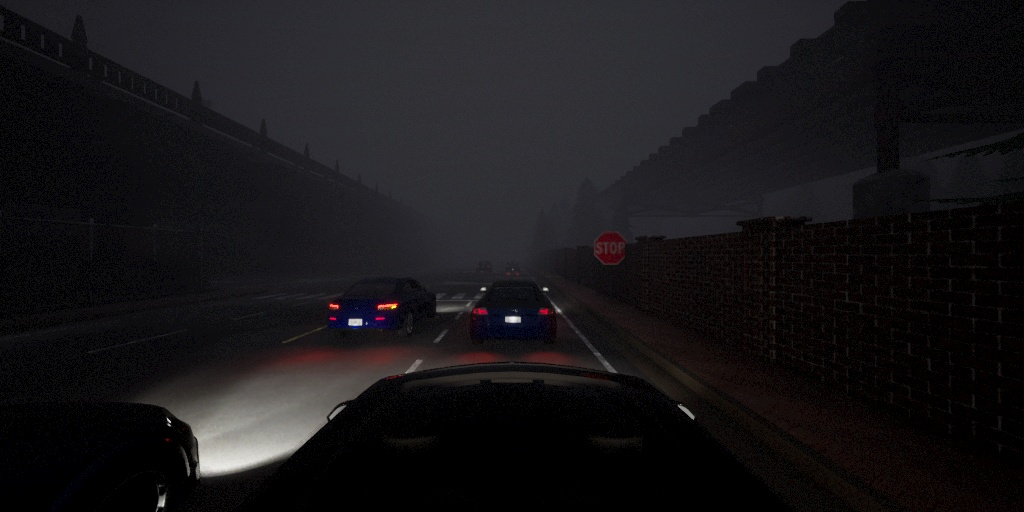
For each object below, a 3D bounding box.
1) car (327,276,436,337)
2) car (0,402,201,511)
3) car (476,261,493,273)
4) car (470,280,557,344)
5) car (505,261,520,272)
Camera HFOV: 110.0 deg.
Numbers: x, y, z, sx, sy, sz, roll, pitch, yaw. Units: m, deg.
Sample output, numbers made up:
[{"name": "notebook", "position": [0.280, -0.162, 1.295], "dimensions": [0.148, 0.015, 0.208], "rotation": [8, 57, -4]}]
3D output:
[{"name": "car", "position": [-3.419, 1.276, 10.113], "dimensions": [1.812, 1.442, 4.674], "rotation": [0, 0, 0]}, {"name": "car", "position": [-3.399, 1.314, 1.018], "dimensions": [1.994, 1.385, 4.181], "rotation": [0, 0, 0]}, {"name": "car", "position": [-3.394, 1.297, 44.344], "dimensions": [2.033, 1.411, 5.357], "rotation": [0, 0, -1]}, {"name": "car", "position": [0.063, 1.314, 9.593], "dimensions": [1.994, 1.385, 4.181], "rotation": [0, 0, 1]}, {"name": "car", "position": [0.070, 1.351, 46.247], "dimensions": [1.895, 1.301, 4.718], "rotation": [0, 0, -1]}]
